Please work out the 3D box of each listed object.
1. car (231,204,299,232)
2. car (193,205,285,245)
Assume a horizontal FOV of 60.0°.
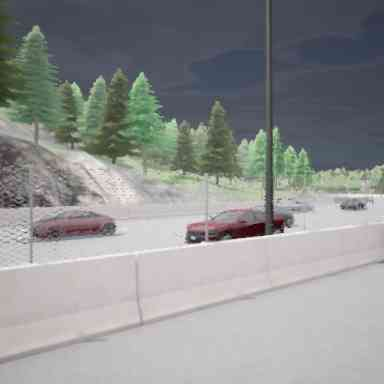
[{"bbox_3d":[4.732,1.548,21.219,4.674,1.442,1.812,0,0,-41],"label":"car"},{"bbox_3d":[1.990,1.498,14.426,5.008,1.535,1.882,0,0,-39],"label":"car"}]
